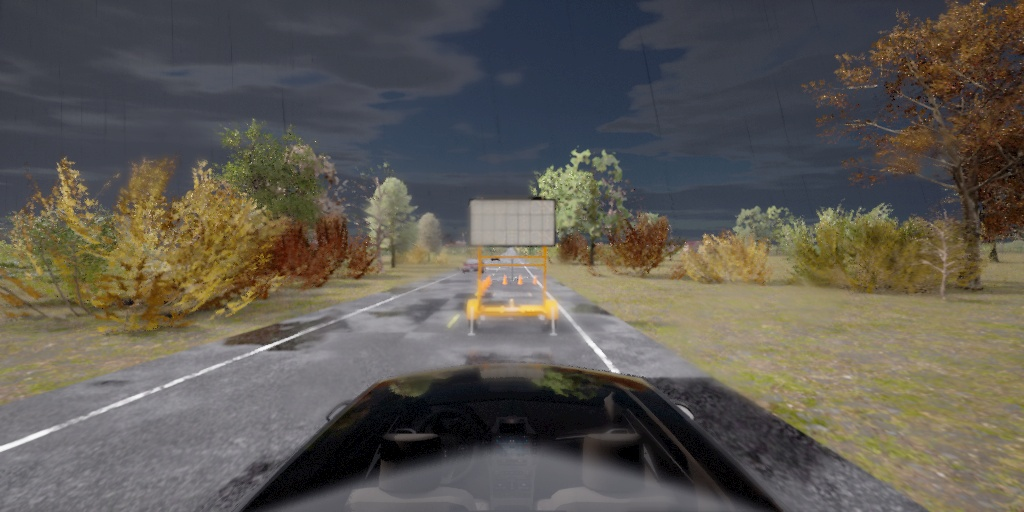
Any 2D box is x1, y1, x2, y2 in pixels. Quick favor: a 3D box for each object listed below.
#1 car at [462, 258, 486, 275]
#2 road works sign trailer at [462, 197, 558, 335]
[{"bbox_3d":[-3.546,0.963,34.160,1.812,1.442,4.674,0,1,0],"label":"car"},{"bbox_3d":[0.015,0.138,10.154,2.380,3.560,2.880,0,0,0],"label":"road works sign trailer"}]
